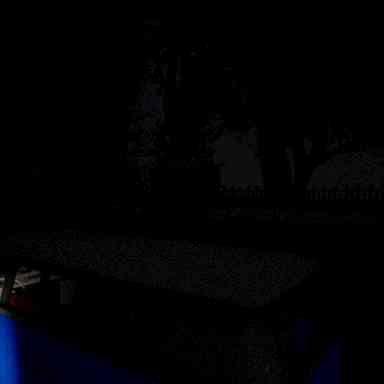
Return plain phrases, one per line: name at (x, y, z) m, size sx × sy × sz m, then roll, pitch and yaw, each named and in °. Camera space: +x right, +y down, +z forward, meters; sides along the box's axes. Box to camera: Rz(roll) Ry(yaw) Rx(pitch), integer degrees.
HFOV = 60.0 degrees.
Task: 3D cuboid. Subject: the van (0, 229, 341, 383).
van at (-0.690, 1.341, 3.203) m, size 3.998 × 1.788 × 1.690 m, roll 0°, pitch 0°, yaw 35°
